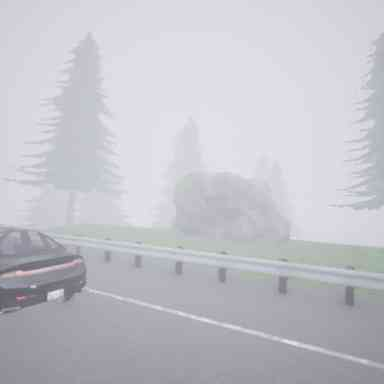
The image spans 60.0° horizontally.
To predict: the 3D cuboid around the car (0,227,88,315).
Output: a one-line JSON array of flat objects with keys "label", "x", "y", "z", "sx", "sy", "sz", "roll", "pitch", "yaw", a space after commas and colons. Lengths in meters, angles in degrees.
[{"label": "car", "x": -4.260, "y": 1.501, "z": 6.944, "sx": 4.902, "sy": 1.511, "sz": 2.128, "roll": 0, "pitch": 0, "yaw": 35}]
